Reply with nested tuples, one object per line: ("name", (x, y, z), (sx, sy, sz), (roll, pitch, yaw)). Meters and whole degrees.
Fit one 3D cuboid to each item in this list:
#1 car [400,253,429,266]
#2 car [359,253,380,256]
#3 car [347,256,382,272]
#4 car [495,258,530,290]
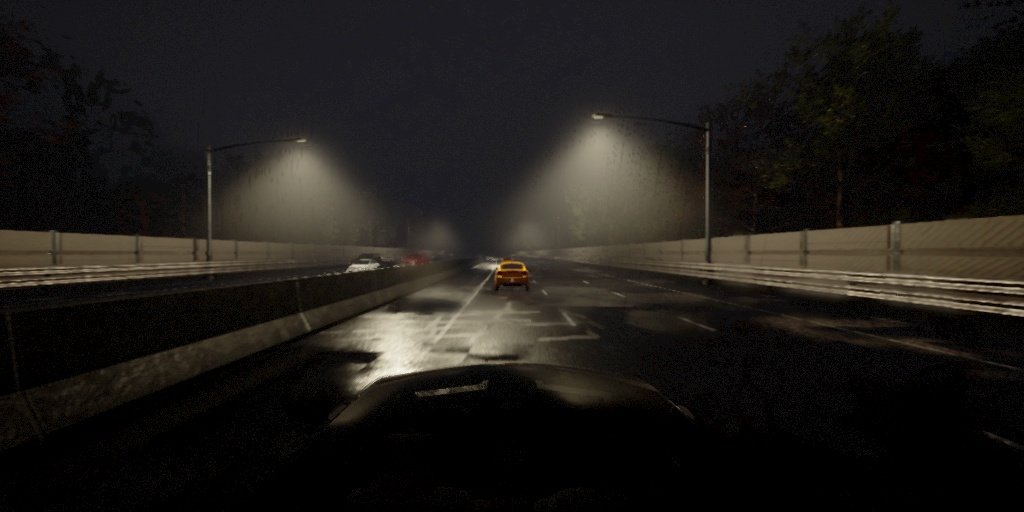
("car", (-10.977, 0.681, 40.757), (2.150, 2.045, 5.566), (0, 1, -1))
("car", (-18.058, 0.652, 44.852), (2.150, 2.045, 5.566), (0, 1, -1))
("car", (-14.384, 1.032, 35.153), (1.812, 1.442, 4.674), (0, 0, -1))
("car", (-0.004, 1.080, 21.071), (1.882, 1.535, 5.008), (0, 0, -1))
